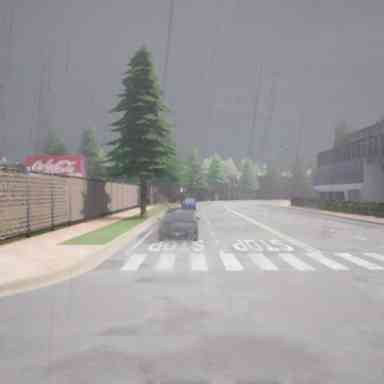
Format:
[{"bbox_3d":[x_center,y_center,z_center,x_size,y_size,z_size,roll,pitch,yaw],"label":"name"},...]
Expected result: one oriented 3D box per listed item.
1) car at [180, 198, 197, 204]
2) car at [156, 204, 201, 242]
[{"bbox_3d":[-0.436,1.530,42.261,1.882,1.535,5.008,0,0,1],"label":"car"},{"bbox_3d":[-0.617,1.577,16.691,1.837,1.490,4.892,0,0,0],"label":"car"}]
